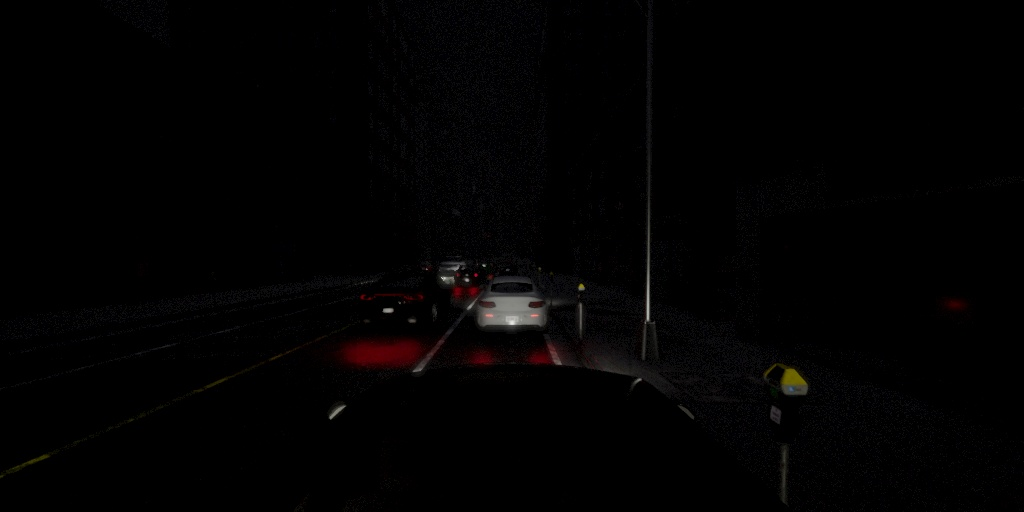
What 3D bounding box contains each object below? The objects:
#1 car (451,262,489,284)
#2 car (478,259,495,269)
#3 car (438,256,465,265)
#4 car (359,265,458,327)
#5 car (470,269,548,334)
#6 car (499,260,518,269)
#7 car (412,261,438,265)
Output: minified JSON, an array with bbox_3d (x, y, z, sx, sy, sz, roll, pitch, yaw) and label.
[{"bbox_3d":[-3.063,1.348,26.827,1.895,1.301,4.718,0,0,0],"label":"car"},{"bbox_3d":[-3.065,1.104,41.948,2.097,1.767,4.553,0,0,0],"label":"car"},{"bbox_3d":[-6.229,0.970,38.056,2.150,2.045,5.566,0,0,0],"label":"car"},{"bbox_3d":[-3.145,1.225,11.578,1.882,1.535,5.008,0,0,0],"label":"car"},{"bbox_3d":[0.003,1.274,10.501,1.812,1.442,4.674,0,0,0],"label":"car"},{"bbox_3d":[-0.383,1.315,34.934,1.948,1.339,4.313,0,0,0],"label":"car"},{"bbox_3d":[-8.909,1.189,34.934,1.967,1.591,4.097,0,0,0],"label":"car"}]
